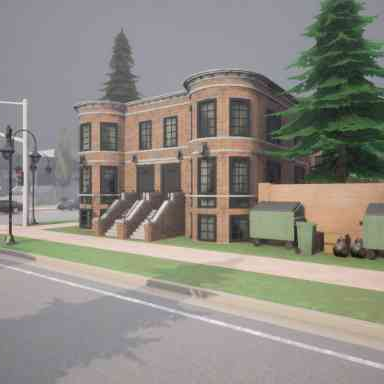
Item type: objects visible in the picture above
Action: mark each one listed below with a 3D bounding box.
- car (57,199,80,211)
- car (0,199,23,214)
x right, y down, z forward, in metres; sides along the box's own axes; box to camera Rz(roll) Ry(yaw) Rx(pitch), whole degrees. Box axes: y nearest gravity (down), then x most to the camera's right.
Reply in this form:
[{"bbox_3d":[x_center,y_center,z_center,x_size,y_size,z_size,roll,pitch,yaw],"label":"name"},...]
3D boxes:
[{"bbox_3d":[-14.466,1.564,41.117,1.994,1.385,4.181,0,0,32],"label":"car"},{"bbox_3d":[-19.580,1.505,33.504,1.837,1.490,4.892,0,0,35],"label":"car"}]
